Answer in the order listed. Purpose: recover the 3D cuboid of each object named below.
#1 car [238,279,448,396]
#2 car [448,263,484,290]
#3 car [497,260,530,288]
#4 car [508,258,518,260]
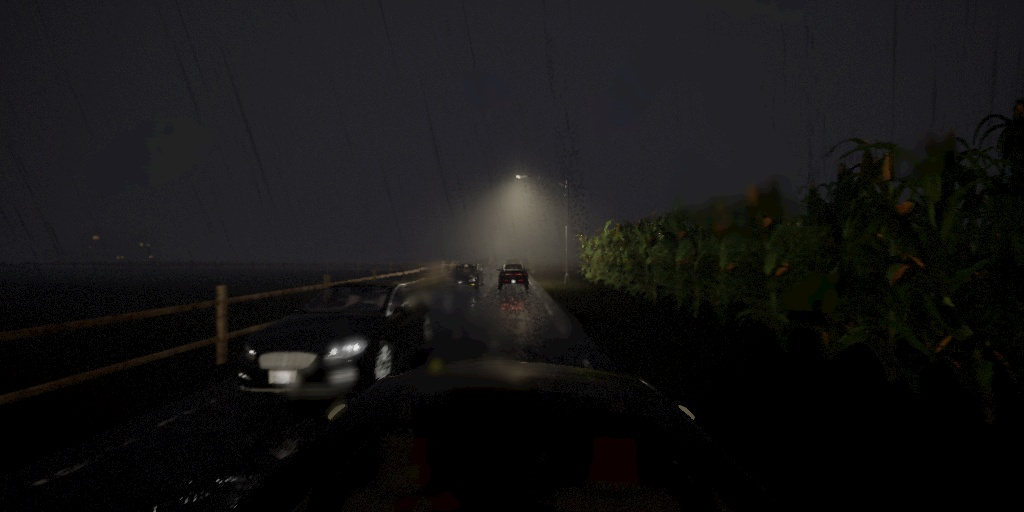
[{"bbox_3d":[-2.818,1.238,6.890,2.128,1.511,4.902,0,0,0],"label":"car"},{"bbox_3d":[-2.799,1.233,22.470,1.837,1.490,4.892,0,1,1],"label":"car"},{"bbox_3d":[0.095,1.237,23.359,1.837,1.490,4.892,0,0,0],"label":"car"},{"bbox_3d":[0.116,1.059,44.202,2.097,1.767,4.553,0,0,0],"label":"car"}]
